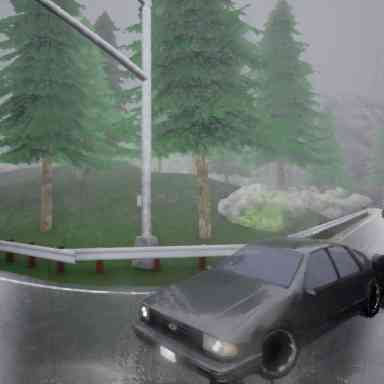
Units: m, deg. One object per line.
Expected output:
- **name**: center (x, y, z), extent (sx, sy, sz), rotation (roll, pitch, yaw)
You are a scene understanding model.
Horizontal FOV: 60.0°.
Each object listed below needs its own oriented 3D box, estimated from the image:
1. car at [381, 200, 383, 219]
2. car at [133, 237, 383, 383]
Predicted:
- **car**: center (18.041, 1.259, 29.119), extent (2.150, 2.045, 5.566), rotation (0, 0, 33)
- **car**: center (1.692, 1.552, 5.752), extent (5.357, 1.411, 2.033), rotation (0, 0, -42)
